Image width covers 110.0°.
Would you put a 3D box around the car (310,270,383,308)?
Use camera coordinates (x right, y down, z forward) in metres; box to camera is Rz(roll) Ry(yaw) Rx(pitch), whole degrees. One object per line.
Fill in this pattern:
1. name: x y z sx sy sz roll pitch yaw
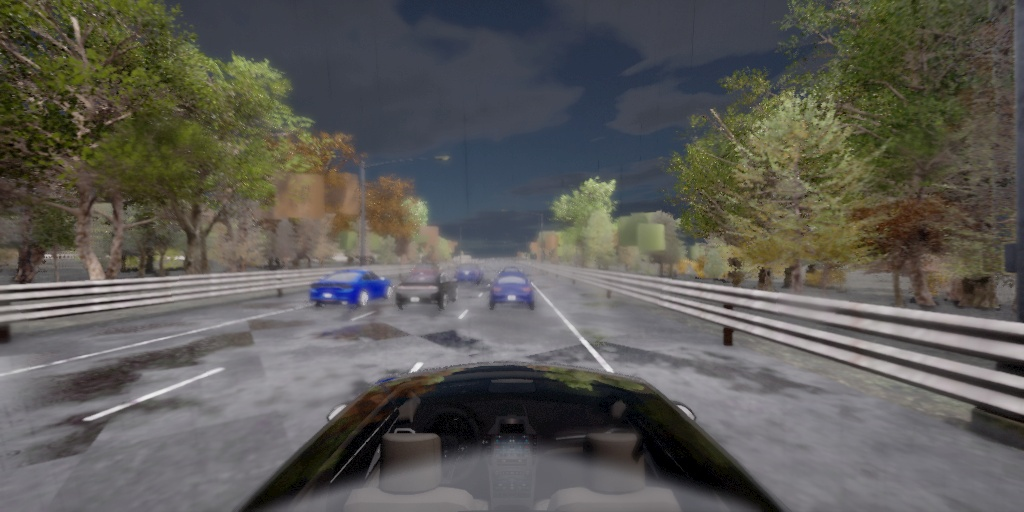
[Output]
1. car: -6.990 1.382 16.142 1.882 1.535 5.008 0 0 0

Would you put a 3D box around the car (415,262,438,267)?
1. car: -7.057 1.406 30.337 2.097 1.767 4.553 0 -1 0

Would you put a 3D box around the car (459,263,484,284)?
1. car: -3.557 1.406 30.358 2.097 1.767 4.553 0 -1 0

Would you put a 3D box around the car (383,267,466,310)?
1. car: -3.497 1.390 15.415 2.128 1.511 4.902 0 0 0

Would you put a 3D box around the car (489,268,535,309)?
1. car: 0.007 1.426 15.816 1.812 1.442 4.674 0 0 0
